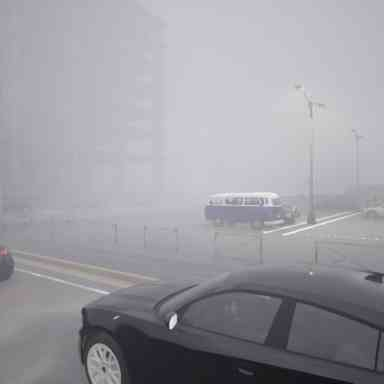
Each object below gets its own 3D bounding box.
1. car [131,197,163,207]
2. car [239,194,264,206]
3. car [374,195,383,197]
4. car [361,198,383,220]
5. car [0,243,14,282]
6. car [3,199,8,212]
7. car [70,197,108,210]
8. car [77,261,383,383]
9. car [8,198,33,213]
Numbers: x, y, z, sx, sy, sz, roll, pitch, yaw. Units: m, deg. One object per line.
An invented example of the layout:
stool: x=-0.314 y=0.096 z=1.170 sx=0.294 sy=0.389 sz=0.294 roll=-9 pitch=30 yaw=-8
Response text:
car: x=-6.719 y=1.491 z=50.388 sx=2.033 sy=1.411 sz=5.357 roll=0 pitch=0 yaw=36
car: x=11.455 y=1.545 z=63.559 sx=1.895 sy=1.301 sz=4.718 roll=0 pitch=0 yaw=35
car: x=17.981 y=1.153 z=29.262 sx=4.605 sy=1.855 sz=1.932 roll=0 pitch=0 yaw=36
car: x=14.757 y=1.395 z=24.709 sx=3.806 sy=1.475 sz=1.970 roll=0 pitch=0 yaw=36
car: x=-6.422 y=1.564 z=8.561 sx=4.181 sy=1.385 sz=1.994 roll=0 pitch=0 yaw=36
car: x=-16.768 y=1.170 z=23.815 sx=2.150 sy=2.045 sz=5.566 roll=0 pitch=0 yaw=35
car: x=-12.882 y=1.422 z=41.730 sx=1.882 sy=1.535 sz=5.008 roll=0 pitch=0 yaw=35
car: x=0.900 y=1.478 z=3.353 sx=5.008 sy=1.535 sz=1.882 roll=0 pitch=0 yaw=36
car: x=-18.723 y=1.422 z=33.525 sx=1.882 sy=1.535 sz=5.008 roll=0 pitch=0 yaw=35
